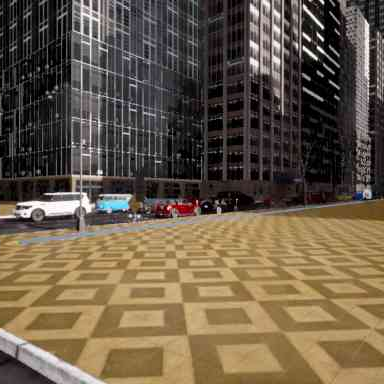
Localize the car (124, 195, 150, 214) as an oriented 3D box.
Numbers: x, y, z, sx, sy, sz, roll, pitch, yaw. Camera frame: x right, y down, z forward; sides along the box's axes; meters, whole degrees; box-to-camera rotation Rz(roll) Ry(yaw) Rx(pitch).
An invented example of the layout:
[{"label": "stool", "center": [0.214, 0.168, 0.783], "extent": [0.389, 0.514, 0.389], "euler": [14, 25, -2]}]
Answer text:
[{"label": "car", "center": [-3.734, 1.301, 33.008], "extent": [2.033, 1.411, 5.357], "euler": [0, 1, 40]}]

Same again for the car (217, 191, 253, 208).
[{"label": "car", "center": [4.901, 0.912, 38.190], "extent": [2.150, 2.045, 5.566], "euler": [0, 1, 41]}]

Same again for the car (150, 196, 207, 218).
[{"label": "car", "center": [-1.047, 1.240, 27.033], "extent": [1.967, 1.590, 4.097], "euler": [1, 1, 40]}]

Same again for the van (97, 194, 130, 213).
[{"label": "van", "center": [-7.594, 1.107, 32.645], "extent": [1.690, 1.788, 3.998], "euler": [1, 1, 40]}]

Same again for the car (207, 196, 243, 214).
[{"label": "car", "center": [2.602, 1.320, 31.398], "extent": [1.947, 1.339, 4.313], "euler": [1, 1, 40]}]

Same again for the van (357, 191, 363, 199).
[{"label": "van", "center": [35.792, 0.683, 70.379], "extent": [1.690, 1.788, 3.998], "euler": [1, 1, 40]}]

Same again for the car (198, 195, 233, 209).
[{"label": "car", "center": [2.928, 1.197, 40.794], "extent": [1.812, 1.442, 4.674], "euler": [0, 1, 41]}]

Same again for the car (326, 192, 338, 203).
[{"label": "car", "center": [21.019, 0.839, 53.070], "extent": [2.192, 1.841, 5.009], "euler": [1, 1, 40]}]

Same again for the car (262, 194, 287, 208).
[{"label": "car", "center": [9.938, 1.244, 40.094], "extent": [1.802, 1.307, 4.206], "euler": [1, 1, 40]}]

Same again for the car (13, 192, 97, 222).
[{"label": "car", "center": [-10.399, 1.059, 25.193], "extent": [2.150, 2.045, 5.566], "euler": [0, 1, 40]}]

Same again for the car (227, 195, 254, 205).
[{"label": "car", "center": [7.268, 1.148, 49.876], "extent": [1.947, 1.339, 4.313], "euler": [1, 1, 40]}]

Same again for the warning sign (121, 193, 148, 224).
[{"label": "warning sign", "center": [-3.545, 0.977, 20.655], "extent": [1.300, 1.860, 1.060], "euler": [0, 0, 40]}]

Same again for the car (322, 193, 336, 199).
[{"label": "car", "center": [33.123, 0.829, 80.165], "extent": [1.947, 1.339, 4.313], "euler": [1, 1, 40]}]

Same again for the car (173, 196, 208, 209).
[{"label": "car", "center": [-0.123, 1.219, 41.229], "extent": [1.887, 1.381, 4.507], "euler": [1, 1, 40]}]

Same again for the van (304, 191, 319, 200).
[{"label": "van", "center": [25.737, 0.694, 71.507], "extent": [1.690, 1.788, 3.998], "euler": [1, 1, 40]}]

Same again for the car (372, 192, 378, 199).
[{"label": "car", "center": [39.484, 0.847, 74.709], "extent": [2.008, 1.369, 4.403], "euler": [1, 1, 40]}]

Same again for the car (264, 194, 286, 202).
[{"label": "car", "center": [14.656, 1.056, 58.530], "extent": [1.947, 1.339, 4.313], "euler": [1, 1, 40]}]

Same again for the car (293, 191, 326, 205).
[{"label": "car", "center": [17.325, 0.885, 48.744], "extent": [2.192, 1.841, 5.009], "euler": [1, 1, 40]}]

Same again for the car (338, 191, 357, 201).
[{"label": "car", "center": [28.515, 0.957, 61.856], "extent": [1.752, 1.417, 4.829], "euler": [1, 1, 40]}]
